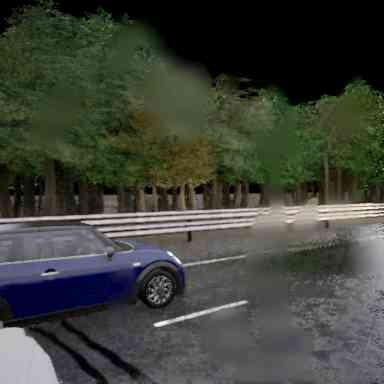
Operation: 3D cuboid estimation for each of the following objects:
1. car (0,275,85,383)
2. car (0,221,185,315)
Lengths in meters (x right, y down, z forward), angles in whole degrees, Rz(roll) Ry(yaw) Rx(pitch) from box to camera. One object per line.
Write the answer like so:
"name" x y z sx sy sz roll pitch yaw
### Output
"car" -3.030 1.600 1.545 4.718 1.301 1.895 0 0 -36
"car" -2.343 1.341 6.321 4.553 1.767 2.097 0 0 -35
